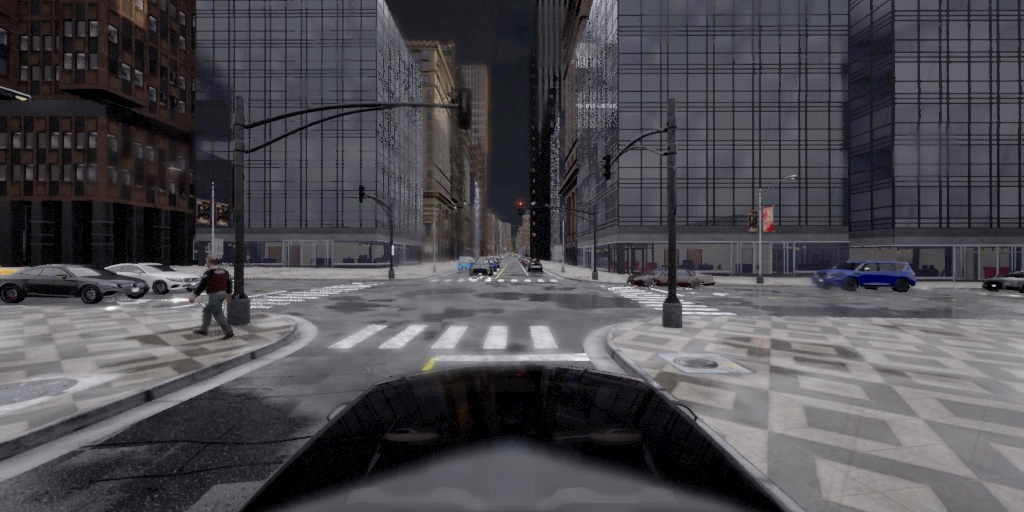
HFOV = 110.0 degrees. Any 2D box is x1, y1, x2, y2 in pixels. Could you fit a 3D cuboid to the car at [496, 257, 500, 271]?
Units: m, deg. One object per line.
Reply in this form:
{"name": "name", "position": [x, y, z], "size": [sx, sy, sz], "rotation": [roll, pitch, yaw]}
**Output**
{"name": "car", "position": [-2.917, 1.194, 45.899], "size": [1.882, 1.535, 5.008], "rotation": [0, 0, 1]}

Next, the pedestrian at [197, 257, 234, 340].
{"name": "pedestrian", "position": [-6.431, 0.891, 7.796], "size": [0.375, 1.860, 0.375], "rotation": [0, 0, 0]}

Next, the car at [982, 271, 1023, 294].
{"name": "car", "position": [34.508, 1.755, 23.836], "size": [4.892, 1.490, 1.837], "rotation": [1, 0, 1]}

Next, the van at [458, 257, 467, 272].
{"name": "van", "position": [-5.685, 1.059, 44.733], "size": [1.690, 1.789, 3.998], "rotation": [0, 0, 0]}

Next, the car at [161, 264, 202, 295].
{"name": "car", "position": [-17.760, 1.052, 17.394], "size": [4.674, 1.442, 1.812], "rotation": [1, 0, 0]}

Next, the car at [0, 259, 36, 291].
{"name": "car", "position": [-26.905, 0.886, 17.436], "size": [5.008, 1.535, 1.882], "rotation": [1, 0, 1]}

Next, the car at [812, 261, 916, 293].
{"name": "car", "position": [23.375, 1.324, 23.900], "size": [5.566, 2.045, 2.150], "rotation": [1, 0, 0]}

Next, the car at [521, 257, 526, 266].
{"name": "car", "position": [2.934, 1.272, 61.635], "size": [1.802, 1.307, 4.207], "rotation": [0, 0, 0]}

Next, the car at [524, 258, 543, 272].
{"name": "car", "position": [2.840, 1.284, 44.687], "size": [1.948, 1.339, 4.313], "rotation": [0, 0, 0]}

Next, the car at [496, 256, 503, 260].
{"name": "car", "position": [-2.852, 1.204, 56.304], "size": [1.837, 1.490, 4.892], "rotation": [0, 0, 1]}

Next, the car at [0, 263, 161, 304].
{"name": "car", "position": [-17.232, 1.046, 14.137], "size": [4.674, 1.442, 1.812], "rotation": [1, 0, -1]}

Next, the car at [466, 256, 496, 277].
{"name": "car", "position": [-2.961, 1.081, 35.522], "size": [2.097, 1.767, 4.553], "rotation": [0, 0, 0]}

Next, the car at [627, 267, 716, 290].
{"name": "car", "position": [10.593, 1.476, 24.034], "size": [5.357, 1.411, 2.033], "rotation": [1, 0, 2]}
